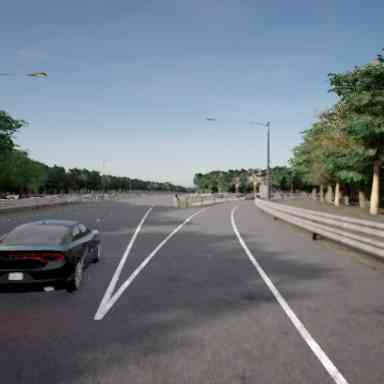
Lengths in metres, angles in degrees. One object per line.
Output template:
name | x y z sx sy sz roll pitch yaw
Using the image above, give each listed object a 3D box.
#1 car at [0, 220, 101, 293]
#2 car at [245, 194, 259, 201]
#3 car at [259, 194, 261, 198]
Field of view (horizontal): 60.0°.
car | -3.651 1.468 8.834 1.882 1.535 5.008 0 0 -7
car | 14.165 1.343 80.469 1.994 1.385 4.181 1 0 26
car | 18.603 1.201 89.162 2.033 1.411 5.357 1 0 32
